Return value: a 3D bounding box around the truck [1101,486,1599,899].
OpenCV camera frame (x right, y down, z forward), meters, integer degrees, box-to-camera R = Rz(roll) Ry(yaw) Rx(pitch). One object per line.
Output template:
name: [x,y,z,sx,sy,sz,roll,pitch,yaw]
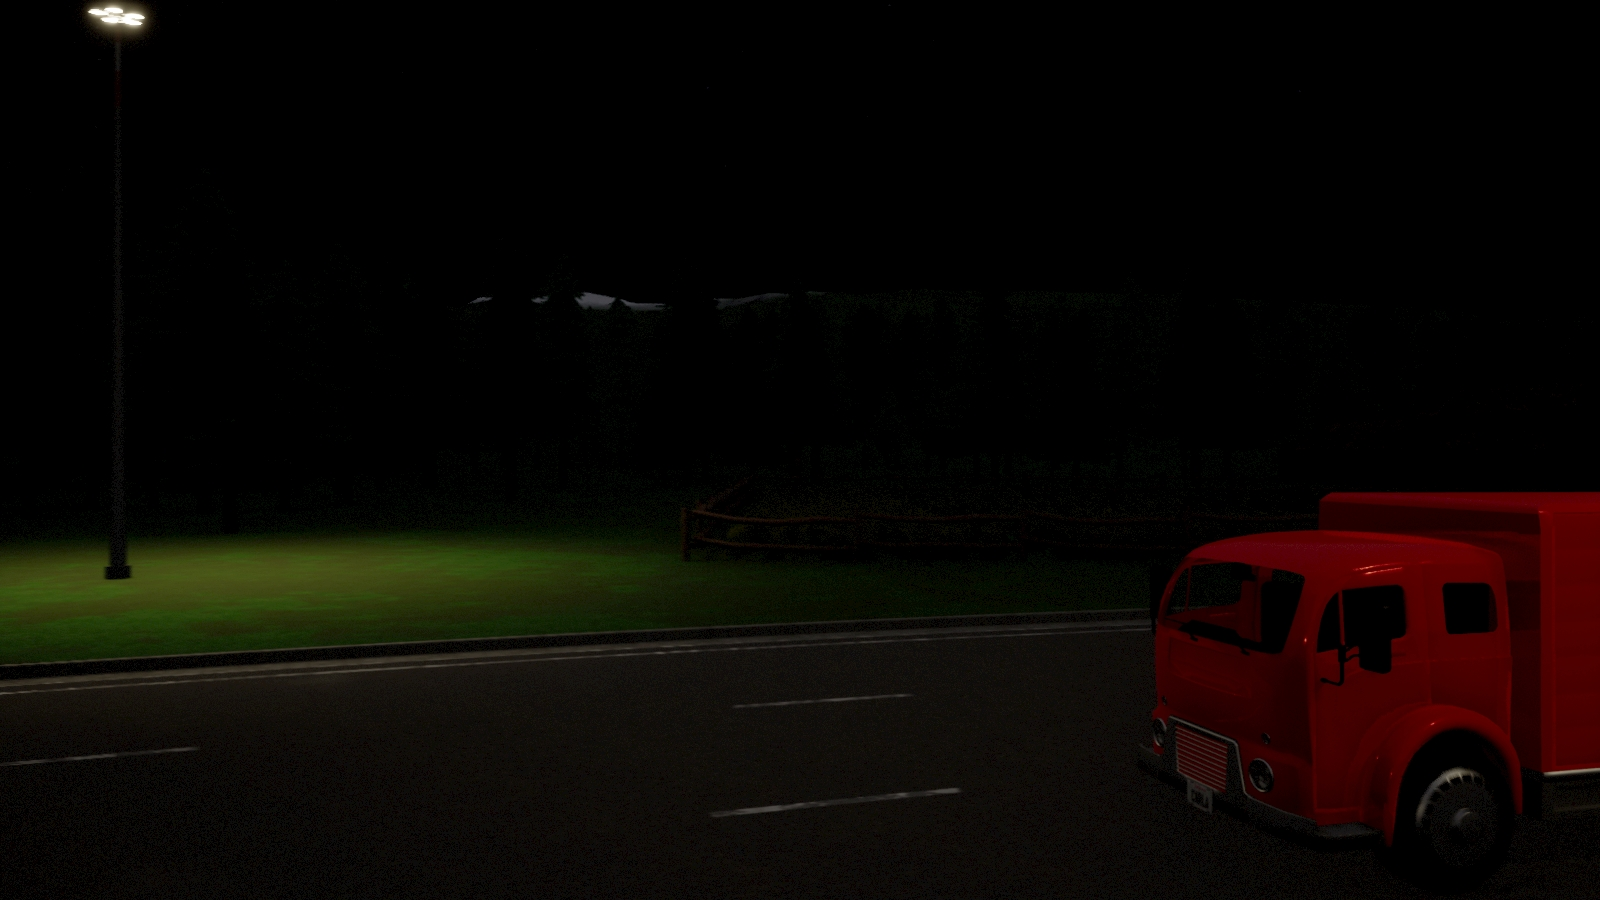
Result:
truck: [5.268,1.562,8.553,5.204,2.467,2.627,0,0,-15]
